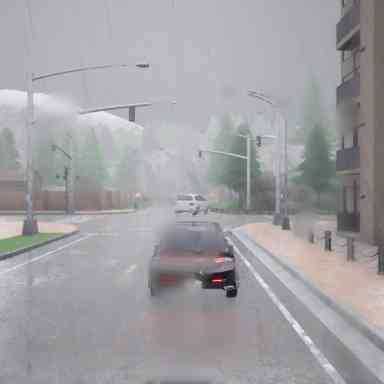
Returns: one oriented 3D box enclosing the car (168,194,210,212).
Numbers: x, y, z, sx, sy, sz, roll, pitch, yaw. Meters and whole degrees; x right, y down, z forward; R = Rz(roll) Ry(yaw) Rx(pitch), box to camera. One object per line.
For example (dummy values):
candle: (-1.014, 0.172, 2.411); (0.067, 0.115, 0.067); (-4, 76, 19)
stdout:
car: (0.043, 1.224, 32.843); (2.150, 2.045, 5.566); (2, 0, 20)

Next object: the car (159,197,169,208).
car: (-3.609, 1.491, 47.846); (2.128, 1.511, 4.902); (0, 0, 0)

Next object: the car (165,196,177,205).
car: (-3.601, 1.526, 57.948); (1.812, 1.442, 4.674); (0, 0, 0)

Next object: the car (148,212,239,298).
car: (0.052, 1.492, 8.534); (2.128, 1.511, 4.902); (0, 0, 0)
